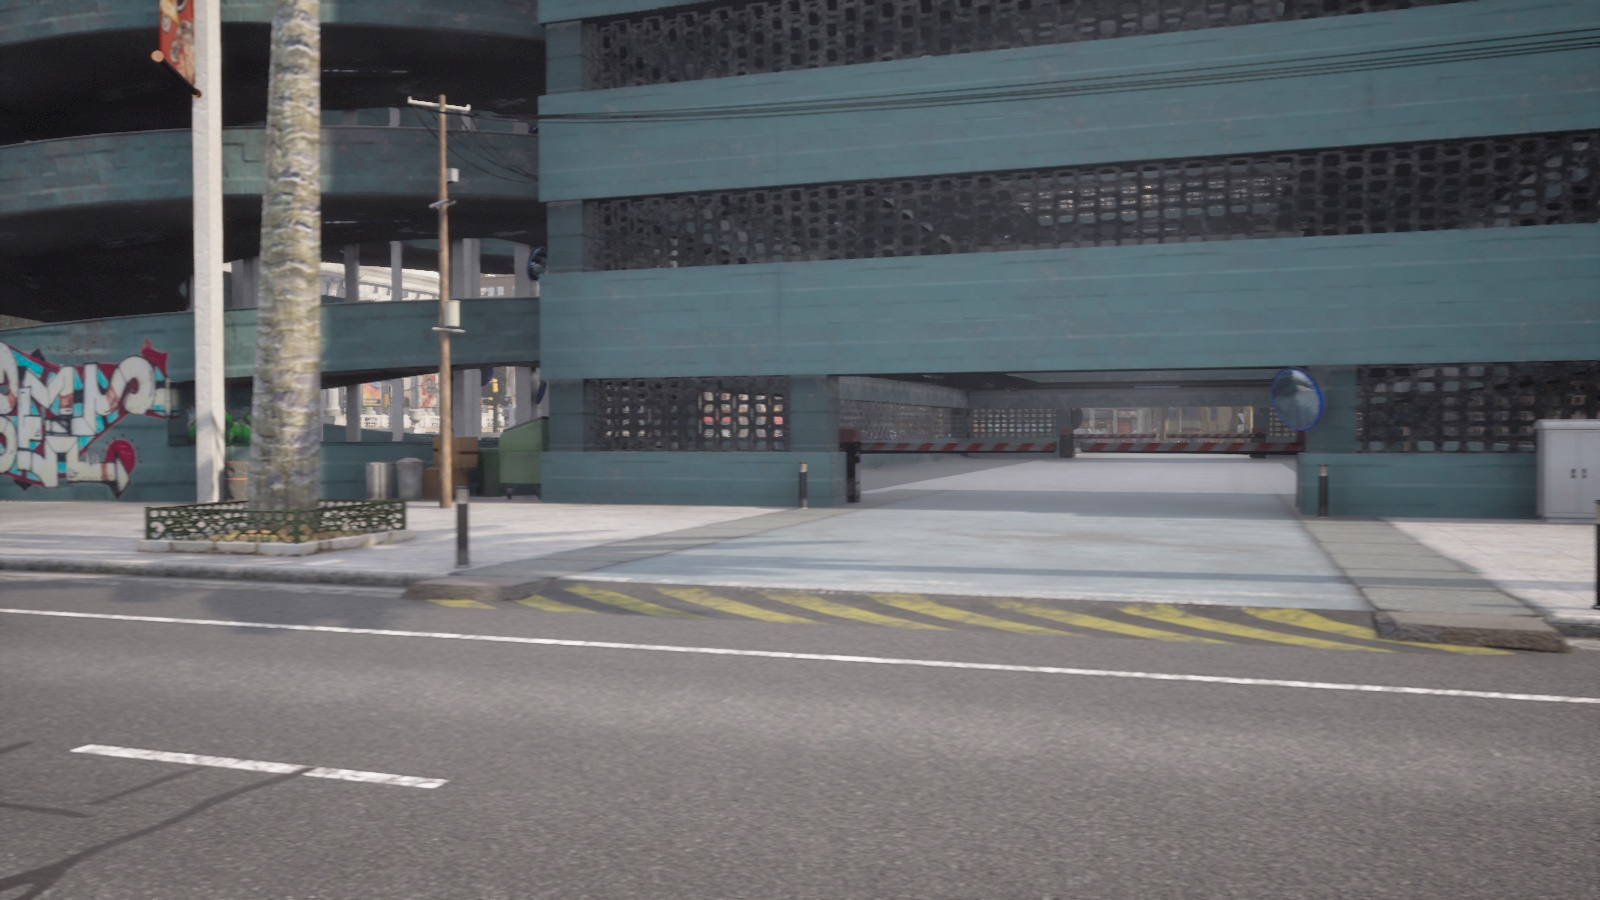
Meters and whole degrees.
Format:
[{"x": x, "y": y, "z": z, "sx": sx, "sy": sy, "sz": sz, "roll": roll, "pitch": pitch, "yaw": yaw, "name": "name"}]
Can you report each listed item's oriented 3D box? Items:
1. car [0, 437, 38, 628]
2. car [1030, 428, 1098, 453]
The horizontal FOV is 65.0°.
[{"x": -8.742, "y": 0.636, "z": 9.837, "sx": 4.792, "sy": 1.488, "sz": 2.163, "roll": 1, "pitch": 1, "yaw": 19, "name": "car"}, {"x": 19.136, "y": -0.699, "z": 90.934, "sx": 4.553, "sy": 1.767, "sz": 2.097, "roll": 1, "pitch": 1, "yaw": 18, "name": "car"}]
